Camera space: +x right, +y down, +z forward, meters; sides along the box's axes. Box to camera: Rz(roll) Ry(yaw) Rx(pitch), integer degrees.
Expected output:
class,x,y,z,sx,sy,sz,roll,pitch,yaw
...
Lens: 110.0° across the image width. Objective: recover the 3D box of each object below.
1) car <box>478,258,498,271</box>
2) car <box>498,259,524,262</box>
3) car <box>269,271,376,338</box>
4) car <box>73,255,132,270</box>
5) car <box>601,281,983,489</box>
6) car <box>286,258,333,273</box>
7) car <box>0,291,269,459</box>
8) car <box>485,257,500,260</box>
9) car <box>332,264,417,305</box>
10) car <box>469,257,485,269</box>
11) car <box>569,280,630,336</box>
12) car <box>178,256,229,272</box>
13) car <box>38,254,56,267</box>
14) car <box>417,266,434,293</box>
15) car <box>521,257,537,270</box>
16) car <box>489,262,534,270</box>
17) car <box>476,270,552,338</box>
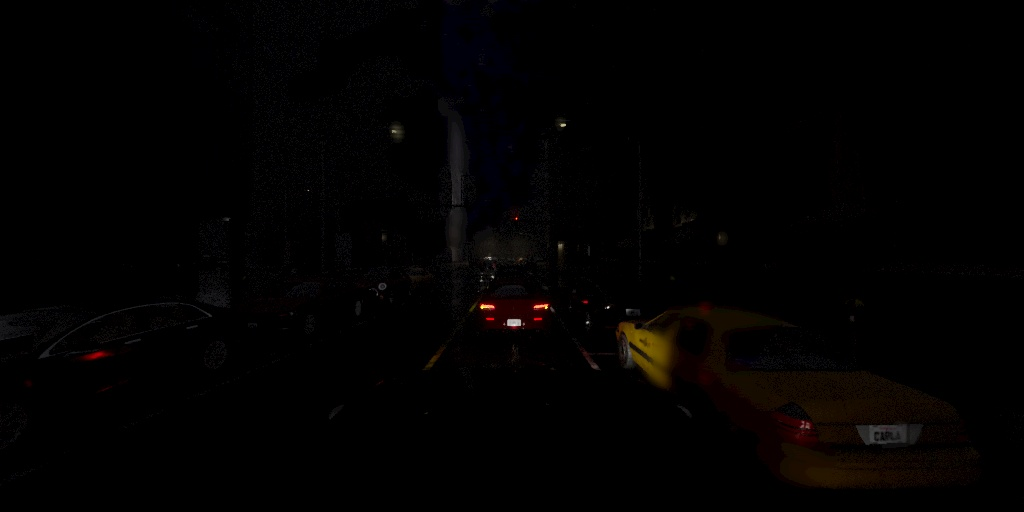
class,x,y,z,sx,sy,sz,roll,pitch,yaw
car,-3.152,1.285,47.945,1.812,1.442,4.674,0,0,0
car,-0.248,1.359,43.456,1.895,1.301,4.718,0,0,-10
car,-5.771,1.295,10.213,1.888,1.381,4.507,0,0,0
car,-37.280,0.622,32.517,4.181,1.385,1.994,1,0,-1
car,2.760,1.275,4.939,1.751,1.417,4.829,0,0,0
car,-17.857,0.936,32.571,4.892,1.490,1.837,1,0,0
car,-5.765,1.300,4.756,2.007,1.370,4.403,0,0,0
car,-3.151,1.328,57.913,1.994,1.385,4.181,0,0,0
car,-5.778,1.190,15.670,1.967,1.591,4.097,0,0,0
car,-5.829,1.079,58.535,2.192,1.841,5.009,0,0,0
car,2.754,1.316,10.225,1.948,1.339,4.313,0,0,0
car,-27.357,0.752,32.542,4.892,1.490,1.837,1,0,0
car,-48.228,0.417,35.630,4.181,1.385,1.994,1,0,0
car,-5.784,1.277,20.957,1.751,1.417,4.829,0,0,0
car,2.703,1.202,53.107,1.967,1.591,4.097,0,0,0
car,-0.001,1.256,18.925,1.837,1.490,4.892,0,0,0
car,0.061,1.276,10.059,1.812,1.442,4.674,0,0,0
